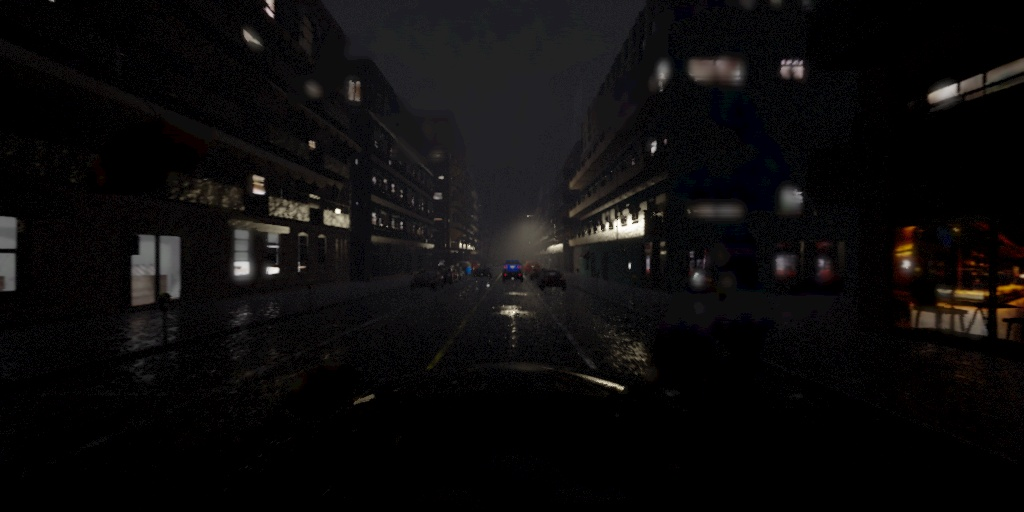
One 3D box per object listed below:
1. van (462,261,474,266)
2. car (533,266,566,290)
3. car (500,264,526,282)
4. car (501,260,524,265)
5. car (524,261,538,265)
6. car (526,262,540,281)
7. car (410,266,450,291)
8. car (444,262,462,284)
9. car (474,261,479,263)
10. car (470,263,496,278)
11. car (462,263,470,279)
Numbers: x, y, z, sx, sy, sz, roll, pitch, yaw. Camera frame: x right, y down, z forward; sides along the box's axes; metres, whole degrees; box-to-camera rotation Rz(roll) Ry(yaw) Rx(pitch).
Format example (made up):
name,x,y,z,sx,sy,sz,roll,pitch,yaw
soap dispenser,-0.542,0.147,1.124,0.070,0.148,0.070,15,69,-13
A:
name,x,y,z,sx,sy,sz,roll,pitch,yaw
van,-5.692,1.547,41.386,1.690,1.789,3.998,0,0,0
car,2.671,1.593,24.560,1.802,1.307,4.207,0,0,0
car,0.077,1.718,33.750,1.895,1.301,4.718,0,-1,0
car,0.063,1.460,44.192,2.150,2.045,5.566,0,0,0
car,2.651,1.583,46.967,2.192,1.841,5.009,0,0,0
car,2.661,1.665,35.934,1.751,1.417,4.829,0,0,0
car,-5.677,1.595,24.582,1.802,1.307,4.207,0,0,0
car,-5.682,1.517,30.183,1.967,1.591,4.097,0,0,0
car,-5.725,1.650,52.590,2.192,1.841,5.009,0,0,0
car,-3.130,1.748,39.561,1.994,1.385,4.181,0,-1,0
car,-5.687,1.692,35.785,2.007,1.370,4.403,0,0,0
